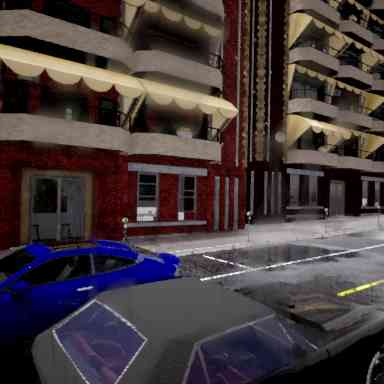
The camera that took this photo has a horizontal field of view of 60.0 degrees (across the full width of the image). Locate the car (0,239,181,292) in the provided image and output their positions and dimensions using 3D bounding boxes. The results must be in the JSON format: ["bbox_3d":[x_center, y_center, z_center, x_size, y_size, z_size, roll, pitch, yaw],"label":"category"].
[{"bbox_3d":[-2.213,1.526,5.204,4.674,1.442,1.812,0,0,-36],"label":"car"}]

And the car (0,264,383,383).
[{"bbox_3d":[0.189,1.602,3.293,4.718,1.301,1.895,0,0,-35],"label":"car"}]
